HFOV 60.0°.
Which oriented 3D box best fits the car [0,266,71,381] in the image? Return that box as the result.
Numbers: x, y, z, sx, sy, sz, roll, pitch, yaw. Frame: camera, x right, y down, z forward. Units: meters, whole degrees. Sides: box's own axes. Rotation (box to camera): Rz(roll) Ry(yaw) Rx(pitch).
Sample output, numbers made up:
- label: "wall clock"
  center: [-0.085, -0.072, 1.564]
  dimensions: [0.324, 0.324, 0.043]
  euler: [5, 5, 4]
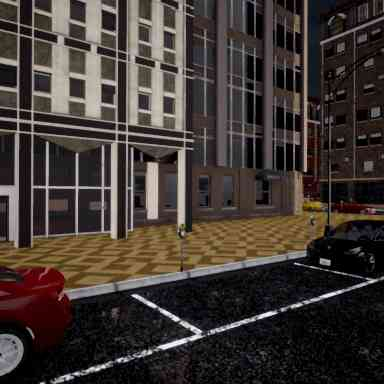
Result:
- label: "car"
  center: [-3.793, 1.545, 3.847]
  dimensions: [4.507, 1.381, 1.887]
  euler: [0, 0, -36]

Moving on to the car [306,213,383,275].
- label: "car"
  center: [5.455, 1.567, 10.473]
  dimensions: [4.313, 1.339, 1.947]
  euler: [0, 0, -36]

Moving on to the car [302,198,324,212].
- label: "car"
  center: [12.283, 1.467, 36.611]
  dimensions: [1.752, 1.417, 4.829]
  euler: [0, 0, -36]

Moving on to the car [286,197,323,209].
- label: "car"
  center: [15.574, 1.500, 46.381]
  dimensions: [1.752, 1.417, 4.829]
  euler: [0, 0, -36]

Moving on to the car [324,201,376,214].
- label: "car"
  center: [15.492, 1.535, 32.154]
  dimensions: [1.802, 1.307, 4.206]
  euler: [0, 0, -36]
